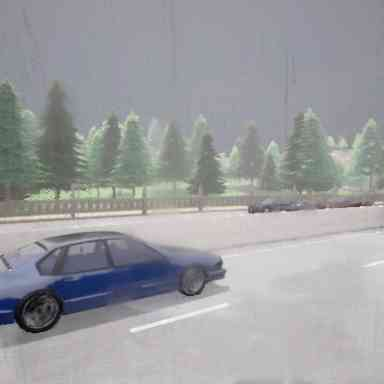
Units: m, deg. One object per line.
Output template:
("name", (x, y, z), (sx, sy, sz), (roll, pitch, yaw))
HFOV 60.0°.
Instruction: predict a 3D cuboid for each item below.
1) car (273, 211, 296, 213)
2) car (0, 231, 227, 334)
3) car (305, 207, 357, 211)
("car", (8.999, 1.366, 26.848), (4.718, 1.301, 1.895), (-1, 0, -30))
("car", (-1.828, 1.523, 6.742), (5.357, 1.411, 2.033), (-1, 0, -36))
("car", (10.762, 0.951, 23.823), (5.008, 1.535, 1.882), (-1, 0, -30))
